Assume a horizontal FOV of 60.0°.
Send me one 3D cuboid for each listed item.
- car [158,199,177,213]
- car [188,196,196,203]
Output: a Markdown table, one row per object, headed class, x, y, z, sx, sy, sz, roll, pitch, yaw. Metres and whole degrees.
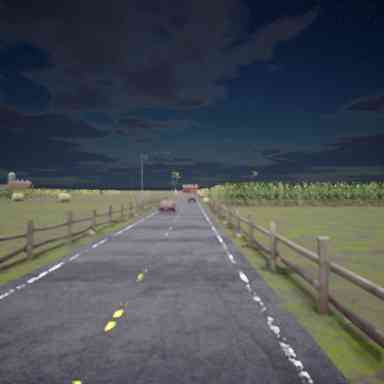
| class | x | y | z | sx | sy | sz | roll | pitch | yaw |
| --- | --- | --- | --- | --- | --- | --- | --- | --- | --- |
| car | -2.842 | 1.596 | 39.137 | 1.882 | 1.535 | 5.008 | 0 | 0 | 0 |
| car | -0.002 | 1.679 | 76.504 | 1.837 | 1.490 | 4.892 | 0 | 0 | 0 |
